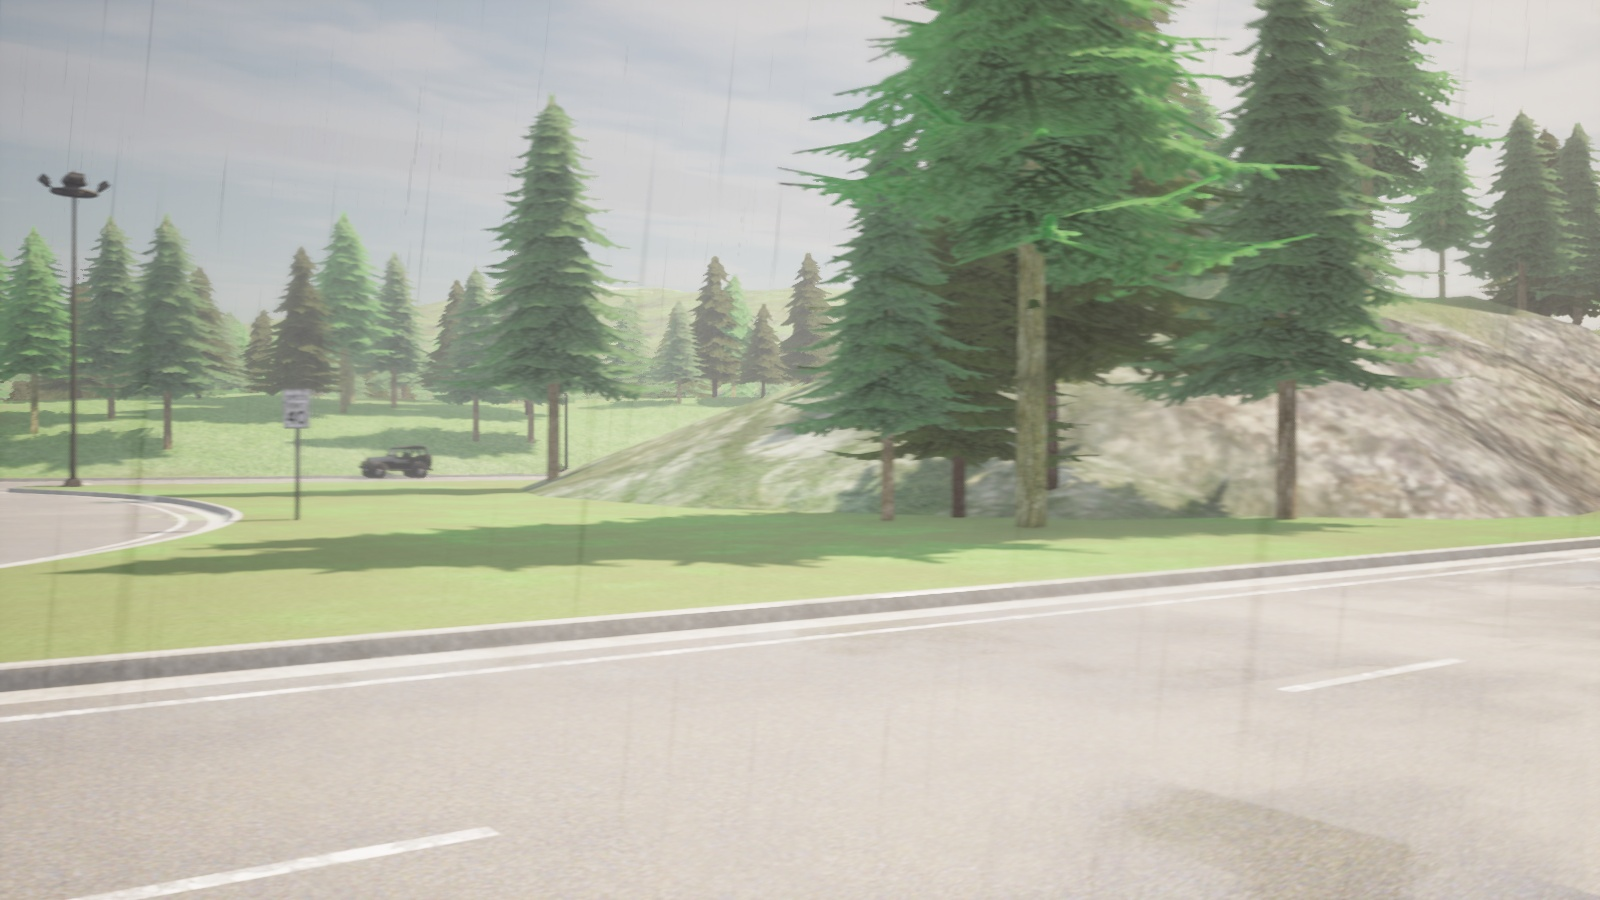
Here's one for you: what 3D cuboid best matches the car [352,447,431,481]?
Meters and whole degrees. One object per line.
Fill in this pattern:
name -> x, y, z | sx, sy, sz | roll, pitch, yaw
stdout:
car -> -22.865, 0.763, 70.319 | 3.866, 1.878, 1.905 | 0, 0, -35
